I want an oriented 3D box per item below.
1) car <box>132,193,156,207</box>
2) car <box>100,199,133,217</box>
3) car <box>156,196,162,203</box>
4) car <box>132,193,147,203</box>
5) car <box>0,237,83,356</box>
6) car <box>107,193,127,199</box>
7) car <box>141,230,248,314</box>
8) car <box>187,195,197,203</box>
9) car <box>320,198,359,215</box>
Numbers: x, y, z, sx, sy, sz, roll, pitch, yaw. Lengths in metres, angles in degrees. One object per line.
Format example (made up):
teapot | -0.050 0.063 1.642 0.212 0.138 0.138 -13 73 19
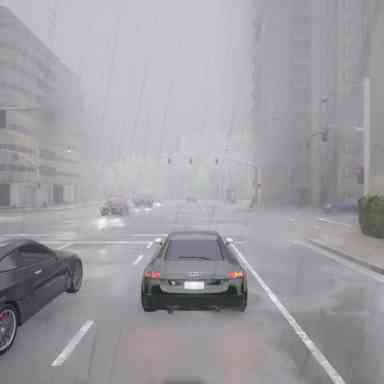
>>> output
car | -7.222 1.222 50.677 2.150 2.045 5.566 0 0 0
car | -7.177 1.601 31.238 1.895 1.301 4.718 0 0 0
car | -7.175 1.492 67.716 2.128 1.511 4.902 0 0 0
car | -10.674 1.224 67.617 2.150 2.045 5.566 0 0 0
car | -3.462 1.526 5.888 1.812 1.442 4.674 0 0 0
car | -10.715 1.217 47.538 2.150 2.045 5.566 0 1 0
car | 0.046 1.564 7.692 1.994 1.385 4.181 0 0 0
car | -0.071 1.352 69.733 2.097 1.767 4.553 0 0 0
car | 15.502 1.352 33.736 4.553 1.767 2.097 0 0 1
